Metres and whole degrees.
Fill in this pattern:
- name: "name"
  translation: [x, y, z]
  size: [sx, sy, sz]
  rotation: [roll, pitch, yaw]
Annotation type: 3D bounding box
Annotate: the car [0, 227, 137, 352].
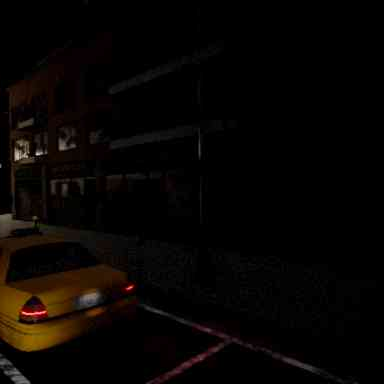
- name: "car"
  translation: [-3.205, 1.444, 6.221]
  size: [5.366, 1.575, 1.801]
  rotation: [-1, 1, 44]
